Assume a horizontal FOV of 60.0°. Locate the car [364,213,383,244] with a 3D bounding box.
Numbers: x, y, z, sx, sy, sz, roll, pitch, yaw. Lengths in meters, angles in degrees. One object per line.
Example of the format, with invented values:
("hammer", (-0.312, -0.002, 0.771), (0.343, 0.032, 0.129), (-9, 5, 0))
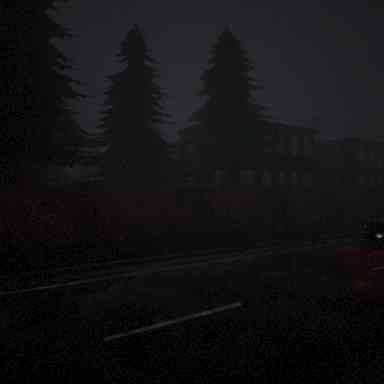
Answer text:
("car", (9.378, 1.564, 14.607), (4.674, 1.442, 1.812), (0, 0, -35))
